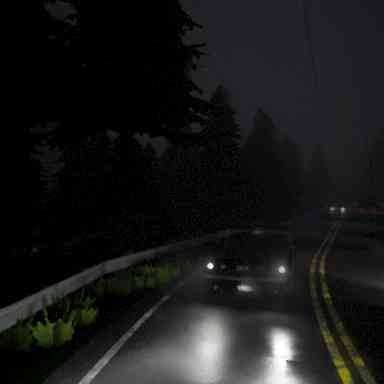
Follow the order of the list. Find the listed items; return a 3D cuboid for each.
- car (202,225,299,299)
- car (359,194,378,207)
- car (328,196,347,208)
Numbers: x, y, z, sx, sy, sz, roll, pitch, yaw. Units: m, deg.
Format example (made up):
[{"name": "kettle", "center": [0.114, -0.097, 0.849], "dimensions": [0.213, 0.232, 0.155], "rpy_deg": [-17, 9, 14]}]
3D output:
[{"name": "car", "center": [1.758, 1.595, 8.706], "dimensions": [1.895, 1.301, 4.718], "rpy_deg": [-1, 0, 19]}, {"name": "car", "center": [21.260, 1.015, 40.193], "dimensions": [2.128, 1.511, 4.902], "rpy_deg": [-2, 0, 29]}, {"name": "car", "center": [18.528, 1.186, 42.159], "dimensions": [2.033, 1.411, 5.357], "rpy_deg": [-2, 0, 29]}]
